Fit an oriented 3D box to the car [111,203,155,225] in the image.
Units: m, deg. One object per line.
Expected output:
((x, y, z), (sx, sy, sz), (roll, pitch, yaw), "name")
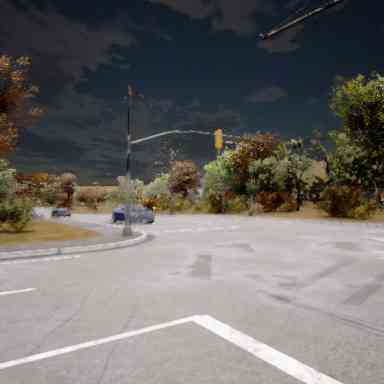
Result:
((-4.732, 1.631, 26.489), (2.097, 1.767, 4.553), (1, -2, -34), "car")

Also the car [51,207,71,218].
((-18.504, 2.912, 46.955), (1.812, 1.442, 4.674), (1, -3, -34), "car")
